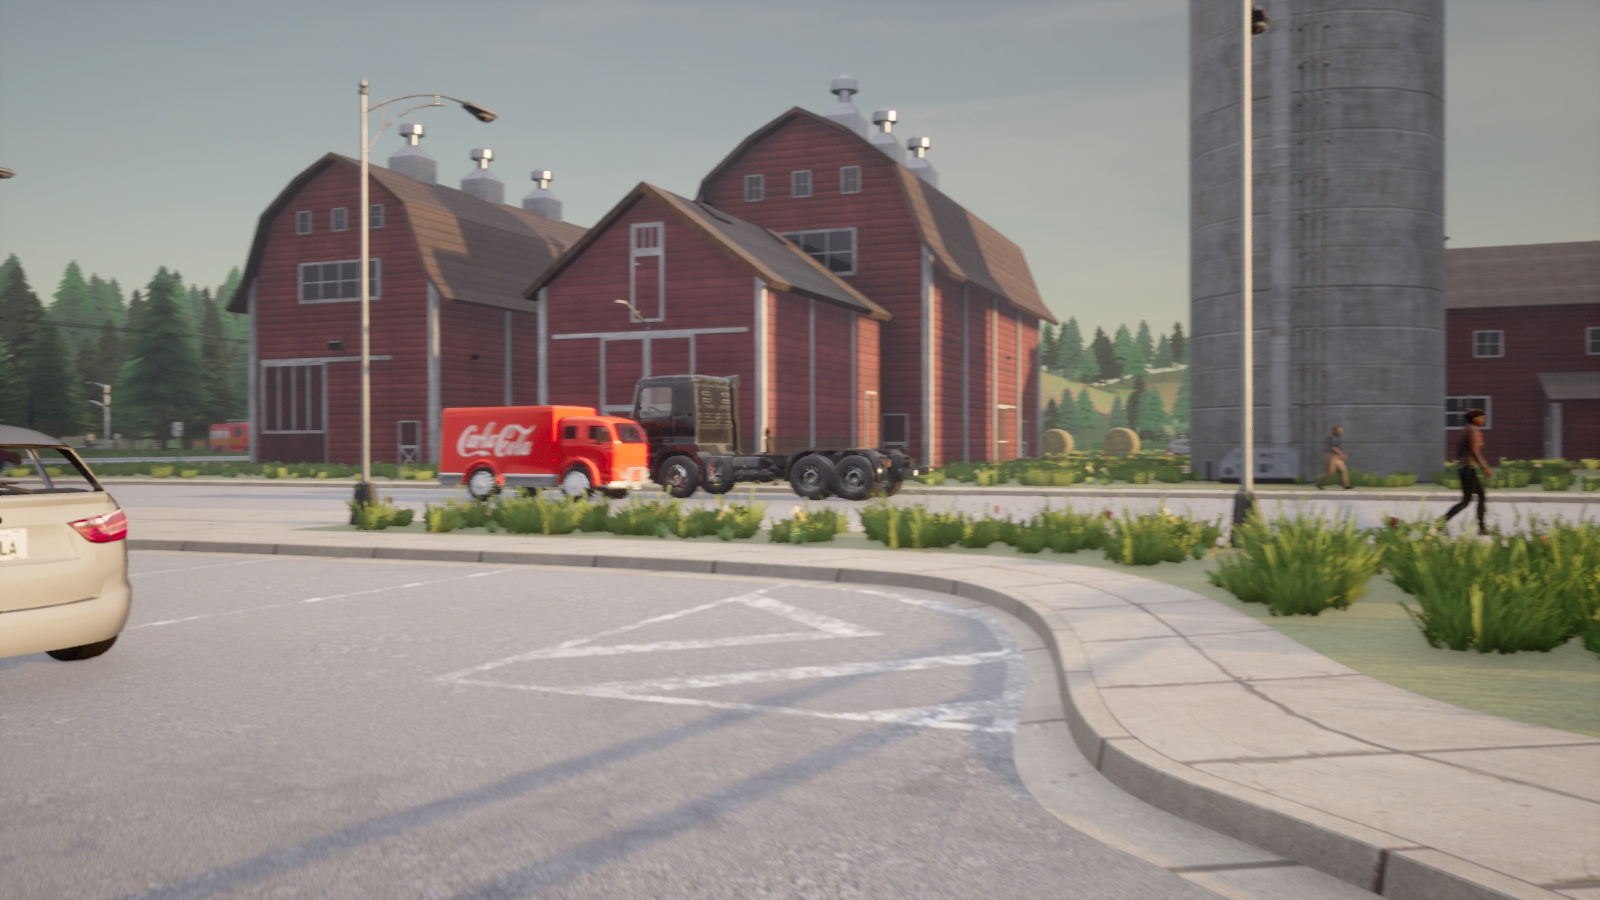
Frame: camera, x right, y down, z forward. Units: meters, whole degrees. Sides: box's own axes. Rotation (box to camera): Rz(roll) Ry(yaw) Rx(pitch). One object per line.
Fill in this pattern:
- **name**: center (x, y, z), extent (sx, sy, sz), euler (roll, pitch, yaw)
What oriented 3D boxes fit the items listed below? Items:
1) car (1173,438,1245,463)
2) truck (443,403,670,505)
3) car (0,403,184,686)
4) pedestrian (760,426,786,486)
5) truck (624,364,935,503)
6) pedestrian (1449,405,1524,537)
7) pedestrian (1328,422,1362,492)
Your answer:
- **car**: center (28.213, 0.025, 86.641), extent (4.611, 1.667, 2.242), euler (0, 0, 22)
- **truck**: center (-6.302, 0.083, 32.631), extent (5.204, 2.467, 2.627), euler (0, 0, 22)
- **car**: center (-6.697, 0.552, 8.544), extent (4.611, 1.667, 2.242), euler (0, 0, 29)
- **pedestrian**: center (-0.834, 0.181, 38.849), extent (0.431, 1.840, 0.703), euler (0, 0, -45)
- **truck**: center (-0.569, -0.429, 34.125), extent (7.936, 3.462, 2.891), euler (0, 0, 22)
- **pedestrian**: center (9.510, 0.288, 17.403), extent (0.869, 1.805, 0.328), euler (0, 0, 21)
- **pedestrian**: center (14.579, 0.186, 33.585), extent (0.694, 1.848, 0.540), euler (0, 0, 41)
